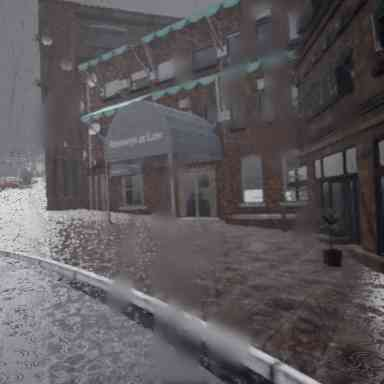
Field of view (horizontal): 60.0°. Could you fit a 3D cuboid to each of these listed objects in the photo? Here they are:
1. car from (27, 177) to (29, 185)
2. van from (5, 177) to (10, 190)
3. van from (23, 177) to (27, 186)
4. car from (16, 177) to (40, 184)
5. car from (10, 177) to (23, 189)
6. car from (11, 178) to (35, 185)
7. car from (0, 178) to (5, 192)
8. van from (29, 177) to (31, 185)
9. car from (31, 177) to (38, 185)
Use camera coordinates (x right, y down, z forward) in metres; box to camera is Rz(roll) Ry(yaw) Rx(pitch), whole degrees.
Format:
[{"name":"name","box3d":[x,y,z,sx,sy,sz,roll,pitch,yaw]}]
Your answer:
[{"name":"car","box3d":[-36.840,-1.936,68.705,4.553,1.767,2.185,-3,5,-36]},{"name":"van","box3d":[-32.652,-1.023,54.052,4.442,1.987,1.878,-3,5,-36]},{"name":"van","box3d":[-35.872,-1.841,65.867,4.442,1.987,1.878,-3,5,-36]},{"name":"car","box3d":[-41.095,-2.815,83.322,4.892,1.521,2.231,-3,5,-36]},{"name":"car","box3d":[-34.241,-1.459,59.978,5.566,2.045,2.435,-3,5,-36]},{"name":"car","box3d":[-39.342,-2.389,77.509,4.792,1.488,2.163,-3,5,-36]},{"name":"car","box3d":[-30.878,-0.649,48.266,5.566,2.045,2.435,-3,5,-36]},{"name":"van","box3d":[-37.756,-2.233,71.558,4.442,1.987,1.878,-3,5,-36]},{"name":"car","box3d":[-38.365,-2.227,74.679,5.366,1.575,1.946,-3,5,-36]}]
